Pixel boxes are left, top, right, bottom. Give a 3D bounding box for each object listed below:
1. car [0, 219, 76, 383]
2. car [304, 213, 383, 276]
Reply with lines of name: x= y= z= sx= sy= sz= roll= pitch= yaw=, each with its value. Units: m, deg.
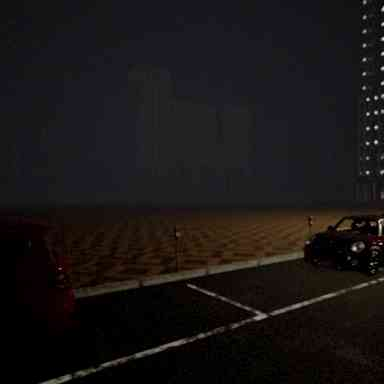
car: x=-3.919 y=1.313 z=3.756 sx=5.009 sy=1.841 sz=2.192 roll=0 pitch=0 yaw=-36
car: x=5.339 y=1.456 z=10.361 sx=4.097 sy=1.590 sz=1.967 roll=0 pitch=0 yaw=-36
